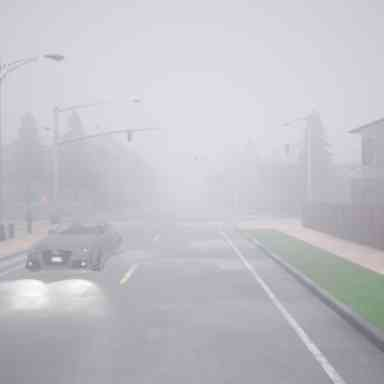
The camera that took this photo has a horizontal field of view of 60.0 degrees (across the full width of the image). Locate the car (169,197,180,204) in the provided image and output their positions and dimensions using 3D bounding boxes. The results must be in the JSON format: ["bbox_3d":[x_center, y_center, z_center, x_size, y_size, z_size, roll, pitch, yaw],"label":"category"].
[{"bbox_3d":[-3.509,1.761,68.035,1.994,1.385,4.181,0,0,0],"label":"car"}]

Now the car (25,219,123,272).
[{"bbox_3d":[-3.573,1.597,10.792,1.994,1.385,4.181,0,0,0],"label":"car"}]
